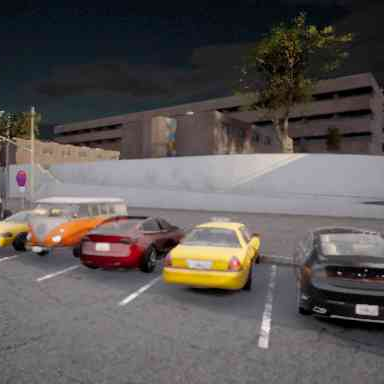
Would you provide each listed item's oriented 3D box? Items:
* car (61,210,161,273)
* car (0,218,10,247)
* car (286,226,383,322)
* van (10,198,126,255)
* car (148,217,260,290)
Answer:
[{"bbox_3d":[-1.646,1.469,10.689,2.163,1.488,4.792,0,-1,15],"label":"car"},{"bbox_3d":[-6.552,1.394,13.945,1.946,1.575,5.366,1,0,15],"label":"car"},{"bbox_3d":[3.201,1.482,7.191,2.231,1.521,4.892,0,0,15],"label":"car"},{"bbox_3d":[-4.104,1.192,12.280,1.878,1.987,4.442,1,0,16],"label":"van"},{"bbox_3d":[0.825,1.458,9.108,1.946,1.575,5.366,0,-1,15],"label":"car"}]
